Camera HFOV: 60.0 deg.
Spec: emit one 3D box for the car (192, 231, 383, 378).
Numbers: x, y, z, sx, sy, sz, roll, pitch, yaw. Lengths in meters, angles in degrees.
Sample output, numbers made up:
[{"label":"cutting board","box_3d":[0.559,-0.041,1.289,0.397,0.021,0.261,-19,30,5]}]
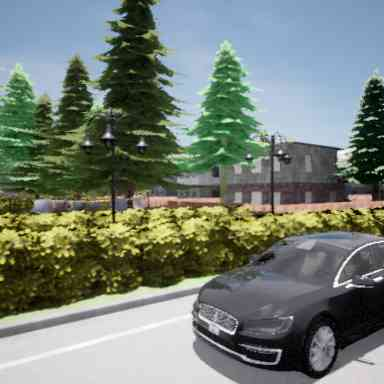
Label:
[{"label":"car","box_3d":[2.257,1.485,5.591,4.892,1.490,1.837,0,0,-35]}]
